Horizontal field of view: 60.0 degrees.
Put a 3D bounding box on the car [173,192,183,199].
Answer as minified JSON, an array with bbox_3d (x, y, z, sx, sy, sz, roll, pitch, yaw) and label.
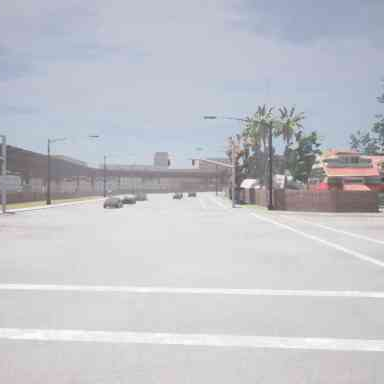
[{"bbox_3d":[-3.430,0.963,76.841,1.895,1.301,4.718,0,1,0],"label":"car"}]

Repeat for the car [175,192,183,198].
[{"bbox_3d":[-3.421,0.709,87.159,1.994,1.385,4.181,0,1,0],"label":"car"}]

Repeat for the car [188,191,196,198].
[{"bbox_3d":[0.079,0.519,86.797,2.097,1.767,4.553,0,1,0],"label":"car"}]

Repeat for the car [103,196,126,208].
[{"bbox_3d":[-10.558,1.403,44.799,1.812,1.442,4.674,0,1,-1],"label":"car"}]

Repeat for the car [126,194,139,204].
[{"bbox_3d":[-10.538,1.356,55.141,1.895,1.301,4.718,0,1,0],"label":"car"}]

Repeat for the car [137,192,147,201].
[{"bbox_3d":[-10.449,0.899,67.882,2.097,1.767,4.553,0,1,0],"label":"car"}]
